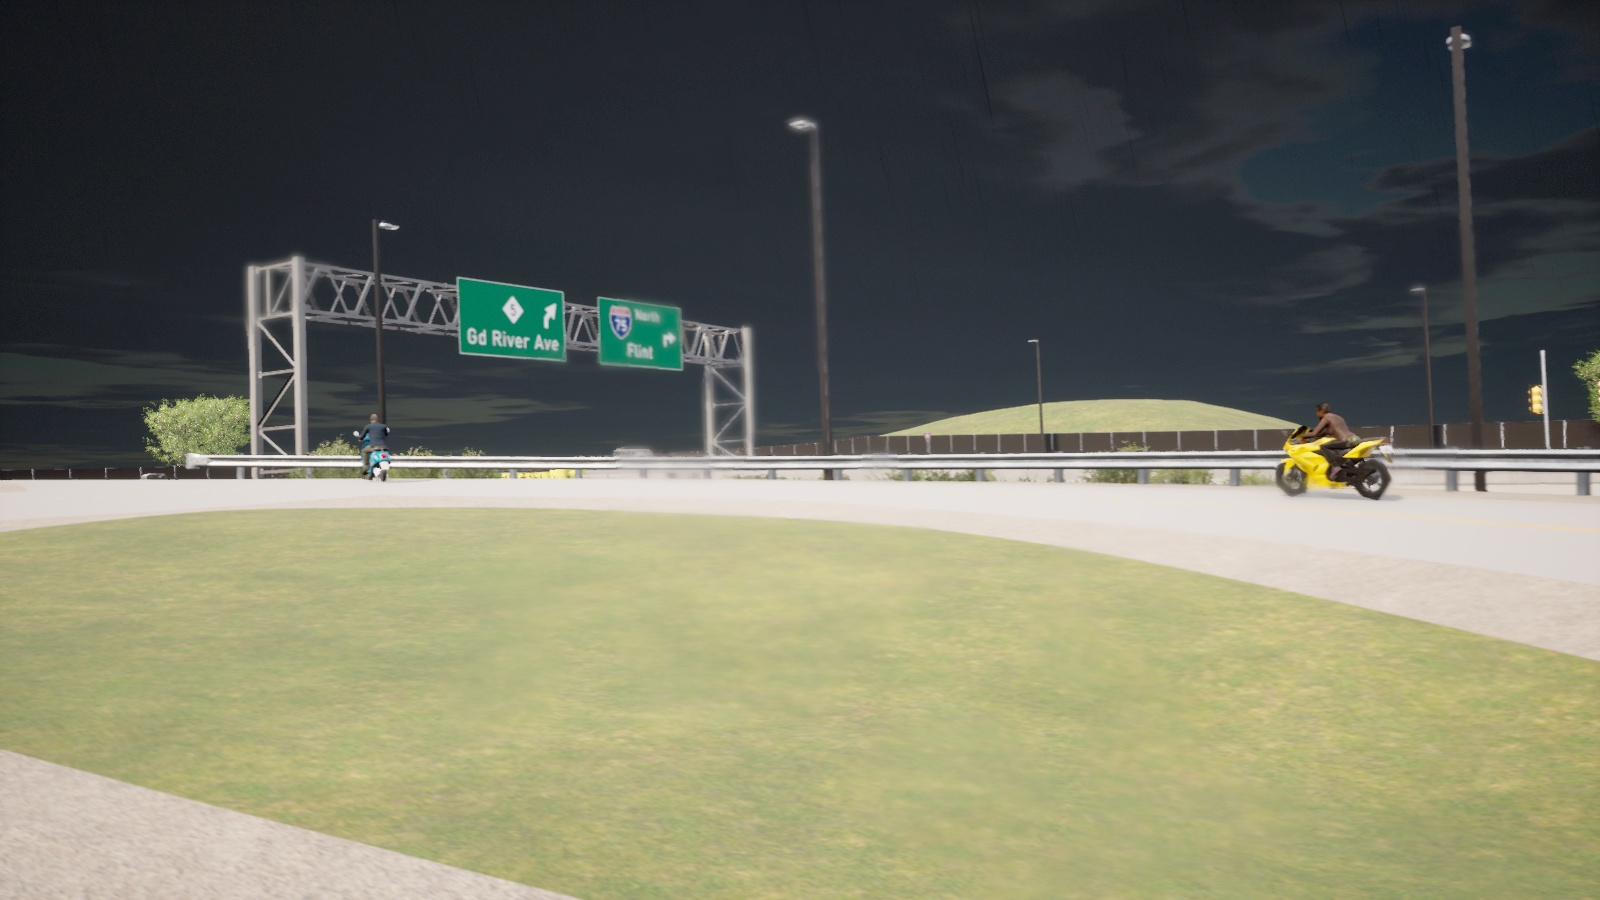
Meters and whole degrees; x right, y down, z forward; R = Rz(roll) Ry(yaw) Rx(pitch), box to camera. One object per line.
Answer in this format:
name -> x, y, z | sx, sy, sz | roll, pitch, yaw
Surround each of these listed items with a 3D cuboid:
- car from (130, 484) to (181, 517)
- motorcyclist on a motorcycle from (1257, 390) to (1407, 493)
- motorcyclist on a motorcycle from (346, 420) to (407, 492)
car -> -29.220, 2.287, 56.926 | 1.481, 1.376, 2.207 | -1, -1, -42
motorcyclist on a motorcycle -> 8.376, -0.138, 19.864 | 0.797, 1.523, 2.044 | -4, 2, -33
motorcyclist on a motorcycle -> -9.971, 0.139, 29.528 | 0.866, 1.590, 1.817 | -4, 2, -32
